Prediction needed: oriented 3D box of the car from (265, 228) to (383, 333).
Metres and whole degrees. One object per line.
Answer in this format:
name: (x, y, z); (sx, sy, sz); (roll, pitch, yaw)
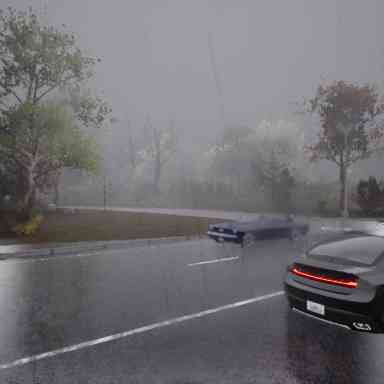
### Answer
car: (3.841, 1.505, 6.458); (4.892, 1.490, 1.837); (0, 0, -36)

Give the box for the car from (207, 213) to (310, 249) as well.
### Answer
car: (2.988, 1.601, 14.660); (4.718, 1.301, 1.895); (0, 0, -35)

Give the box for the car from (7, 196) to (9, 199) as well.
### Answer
car: (-30.662, 1.566, 57.326); (5.566, 2.045, 2.150); (-1, 0, 29)
